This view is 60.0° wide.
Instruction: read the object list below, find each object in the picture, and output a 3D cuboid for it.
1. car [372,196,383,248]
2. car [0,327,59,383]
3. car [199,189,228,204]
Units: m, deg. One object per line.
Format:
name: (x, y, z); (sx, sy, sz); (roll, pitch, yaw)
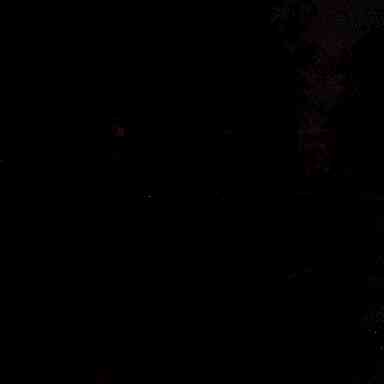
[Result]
car: (7.443, 1.159, 10.966); (2.150, 2.045, 5.566); (1, 1, 21)
car: (-2.877, 1.563, 1.683); (4.181, 1.385, 1.994); (0, 0, -36)
car: (1.840, 0.420, 34.895); (1.812, 1.442, 4.674); (2, 2, -34)
